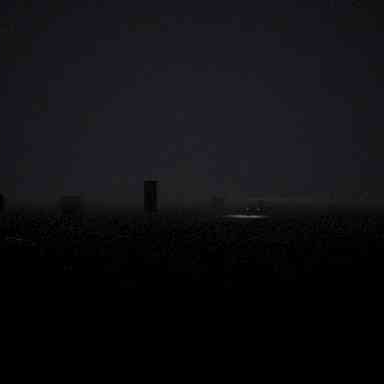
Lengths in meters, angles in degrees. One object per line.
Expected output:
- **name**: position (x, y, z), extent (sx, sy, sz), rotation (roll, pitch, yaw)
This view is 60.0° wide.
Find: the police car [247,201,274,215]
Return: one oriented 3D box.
- **police car**: position (8.513, 1.934, 41.491), extent (1.930, 1.638, 5.238), rotation (-1, -1, 35)
